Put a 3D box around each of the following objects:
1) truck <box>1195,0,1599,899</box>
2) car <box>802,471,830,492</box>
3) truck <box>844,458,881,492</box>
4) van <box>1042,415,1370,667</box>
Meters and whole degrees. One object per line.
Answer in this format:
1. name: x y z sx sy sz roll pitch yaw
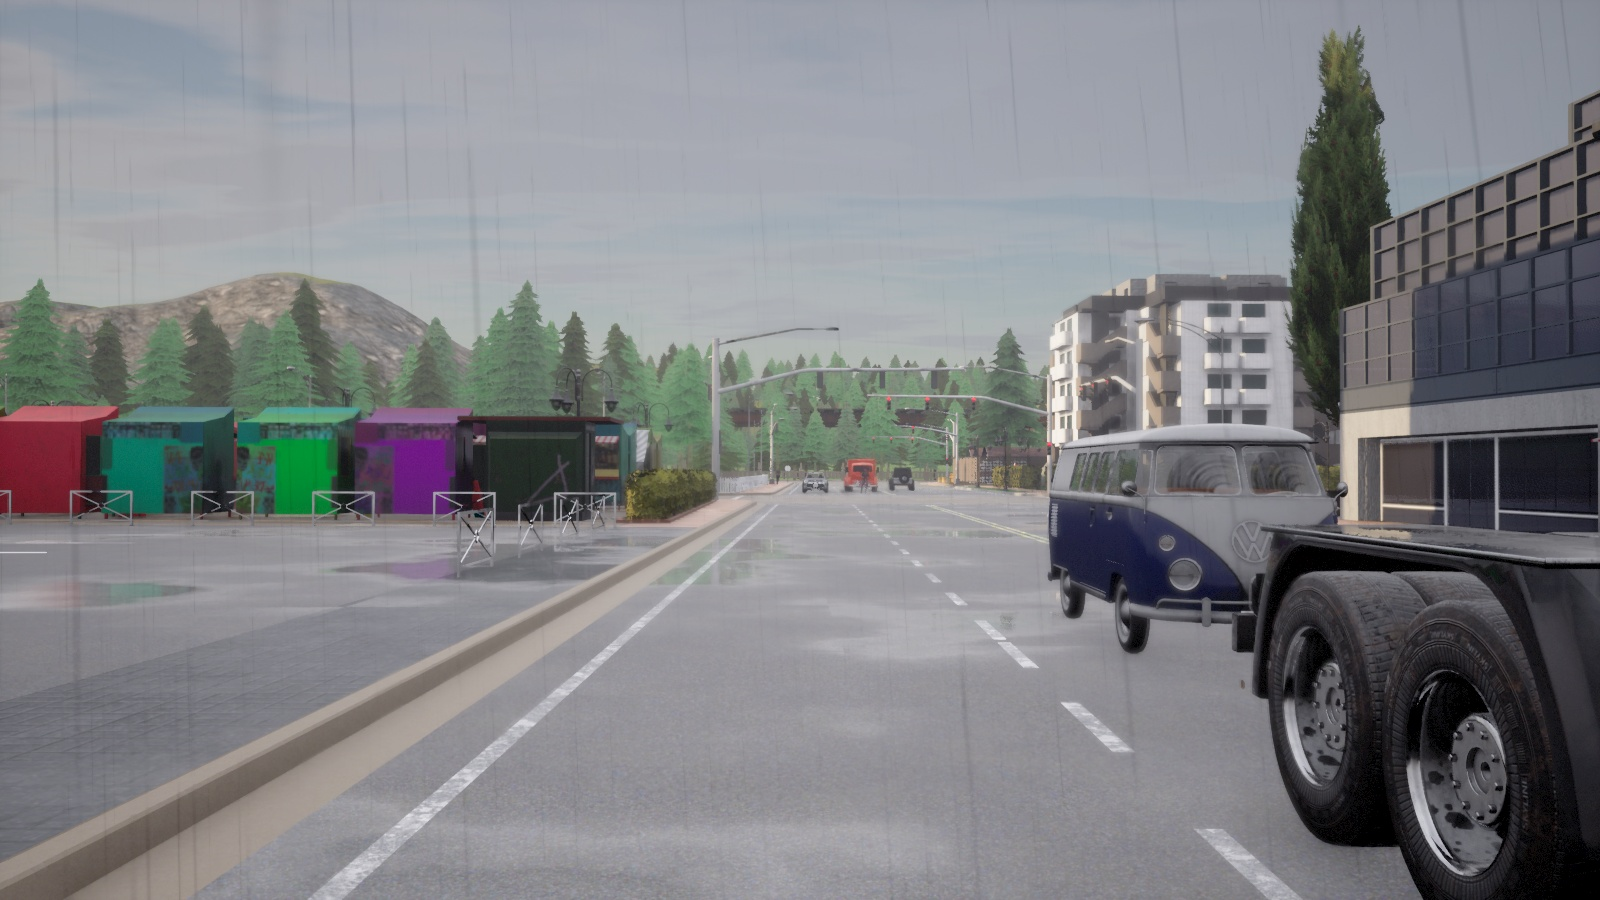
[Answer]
1. truck: 3.522 -0.137 2.678 2.891 3.462 7.936 0 -1 1
2. car: 1.145 2.303 91.206 1.970 1.475 3.806 0 -1 1
3. truck: 4.707 1.910 95.614 2.627 2.467 5.204 0 -1 1
4. van: 3.632 0.756 12.149 1.775 1.987 4.442 0 -1 1
